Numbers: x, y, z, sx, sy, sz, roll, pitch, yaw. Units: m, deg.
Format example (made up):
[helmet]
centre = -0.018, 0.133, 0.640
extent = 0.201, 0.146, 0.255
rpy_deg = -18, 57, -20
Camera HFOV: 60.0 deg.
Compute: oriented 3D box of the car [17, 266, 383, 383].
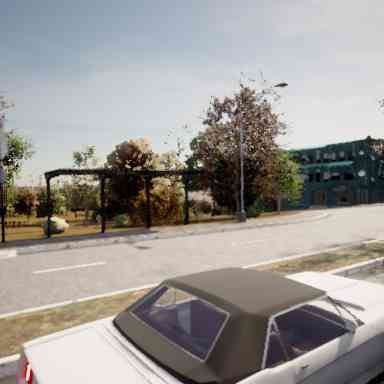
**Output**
[car]
centre = 0.814, 1.561, 3.714
extent = 4.718, 1.301, 1.895
rpy_deg = -1, 1, -36
